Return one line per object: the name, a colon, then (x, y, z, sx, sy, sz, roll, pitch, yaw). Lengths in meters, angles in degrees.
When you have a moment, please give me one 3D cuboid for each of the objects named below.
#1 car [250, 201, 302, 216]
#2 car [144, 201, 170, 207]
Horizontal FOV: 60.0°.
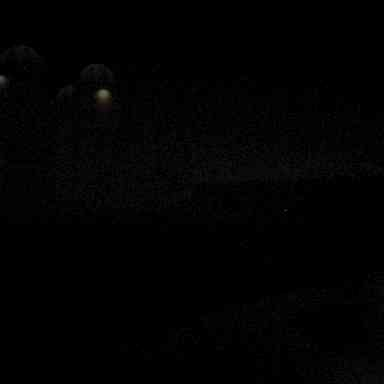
car: (7.019, 1.575, 28.257, 2.097, 1.767, 4.553, 1, -1, -36)
car: (-4.850, 1.865, 44.897, 1.895, 1.301, 4.718, 1, 0, -35)
